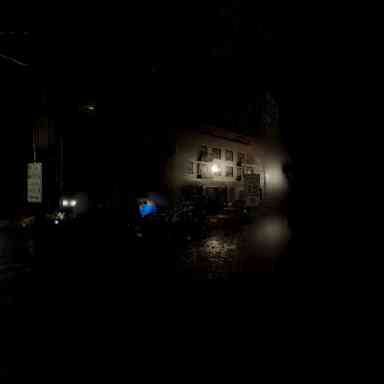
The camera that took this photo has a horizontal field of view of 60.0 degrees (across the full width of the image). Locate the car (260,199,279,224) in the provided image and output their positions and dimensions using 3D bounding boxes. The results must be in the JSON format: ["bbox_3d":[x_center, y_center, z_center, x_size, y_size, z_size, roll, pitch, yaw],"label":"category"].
[{"bbox_3d":[5.857,1.531,24.879,1.752,1.417,4.829,0,0,36],"label":"car"}]

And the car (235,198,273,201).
[{"bbox_3d":[6.751,1.590,36.234,1.895,1.301,4.718,0,0,36],"label":"car"}]

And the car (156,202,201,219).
[{"bbox_3d":[-1.152,1.572,29.736,1.802,1.307,4.206,0,0,36],"label":"car"}]

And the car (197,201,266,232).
[{"bbox_3d":[2.529,1.531,20.290,1.752,1.417,4.829,0,0,36],"label":"car"}]

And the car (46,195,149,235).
[{"bbox_3d":[-5.404,1.216,19.501,2.150,2.045,5.566,0,0,36],"label":"car"}]

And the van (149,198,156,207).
[{"bbox_3d":[-4.481,1.331,25.146,1.690,1.788,3.998,0,0,36],"label":"van"}]

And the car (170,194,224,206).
[{"bbox_3d":[0.683,1.216,27.885,2.150,2.045,5.566,0,0,36],"label":"car"}]

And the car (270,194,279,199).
[{"bbox_3d":[12.165,1.288,48.091,2.192,1.841,5.009,0,0,36],"label":"car"}]

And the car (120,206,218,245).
[{"bbox_3d":[-0.899,1.556,15.565,2.008,1.369,4.403,0,0,36],"label":"car"}]

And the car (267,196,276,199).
[{"bbox_3d":[8.835,1.544,43.502,1.947,1.339,4.313,0,0,36],"label":"car"}]

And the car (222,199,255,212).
[{"bbox_3d":[5.506,1.549,38.913,1.947,1.339,4.313,0,0,36],"label":"car"}]

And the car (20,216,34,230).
[{"bbox_3d":[-7.910,1.514,20.419,1.752,1.417,4.829,0,0,36],"label":"car"}]
